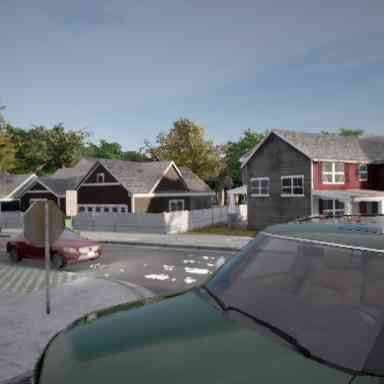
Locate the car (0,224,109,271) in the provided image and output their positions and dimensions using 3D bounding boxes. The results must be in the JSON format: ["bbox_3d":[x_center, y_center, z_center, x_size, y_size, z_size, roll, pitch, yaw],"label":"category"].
[{"bbox_3d":[-5.857,2.181,13.951,4.674,1.442,1.812,-2,-1,32],"label":"car"}]

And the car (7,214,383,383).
[{"bbox_3d":[1.523,1.250,2.887,5.566,2.045,2.150,1,-1,-25],"label":"car"}]
